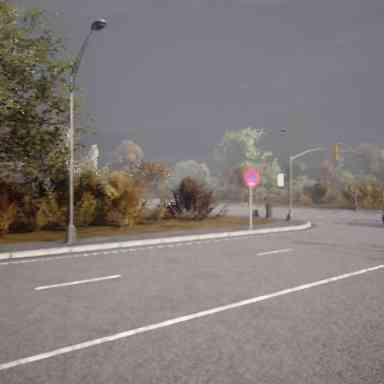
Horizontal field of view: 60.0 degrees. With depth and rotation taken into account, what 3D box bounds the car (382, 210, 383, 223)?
[{"bbox_3d":[14.575,1.551,20.659,1.882,1.535,5.008,0,0,-32],"label":"car"}]
